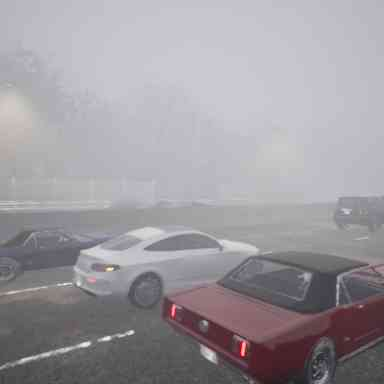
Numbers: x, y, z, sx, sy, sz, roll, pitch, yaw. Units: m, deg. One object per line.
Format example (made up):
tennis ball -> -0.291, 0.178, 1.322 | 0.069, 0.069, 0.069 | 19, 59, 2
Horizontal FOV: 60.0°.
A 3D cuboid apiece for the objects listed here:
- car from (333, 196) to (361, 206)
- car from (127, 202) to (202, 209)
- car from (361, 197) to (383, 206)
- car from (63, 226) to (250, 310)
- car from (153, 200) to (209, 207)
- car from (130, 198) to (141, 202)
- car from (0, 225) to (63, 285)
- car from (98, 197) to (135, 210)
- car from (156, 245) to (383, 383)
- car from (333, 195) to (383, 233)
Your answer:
car -> 26.769, 1.543, 57.297 | 4.902, 1.511, 2.128 | 0, 0, -35
car -> -1.941, 1.603, 24.083 | 4.718, 1.301, 1.895 | 0, 0, -35
car -> 30.264, 1.579, 55.480 | 4.674, 1.442, 1.812 | 0, 0, -35
car -> -0.314, 1.526, 7.813 | 4.674, 1.442, 1.812 | 0, 0, -35
car -> -0.656, 1.495, 29.291 | 4.902, 1.511, 2.128 | 0, 0, -35
car -> -3.169, 1.528, 31.810 | 4.674, 1.442, 1.812 | 0, 0, -35
car -> -3.922, 1.601, 9.545 | 4.718, 1.301, 1.895 | 0, 0, -35
car -> -7.064, 1.354, 33.322 | 4.553, 1.767, 2.097 | 0, 0, -35
car -> 2.009, 1.602, 5.168 | 4.718, 1.301, 1.895 | 0, 0, -35
car -> 10.776, 1.227, 20.001 | 5.566, 2.045, 2.150 | 0, 0, -35
